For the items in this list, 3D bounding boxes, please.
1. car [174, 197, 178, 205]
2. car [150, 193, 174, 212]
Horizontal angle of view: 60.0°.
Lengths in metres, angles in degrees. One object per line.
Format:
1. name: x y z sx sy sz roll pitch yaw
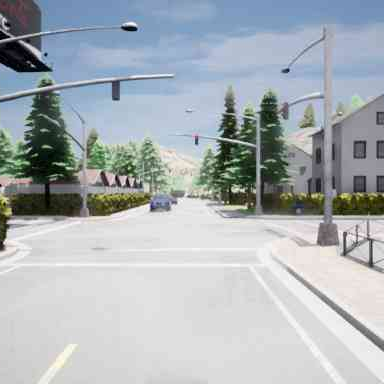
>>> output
1. car: -3.528 1.561 58.568 1.994 1.385 4.181 0 0 0
2. car: -3.612 1.215 39.020 2.150 2.045 5.566 0 1 0
